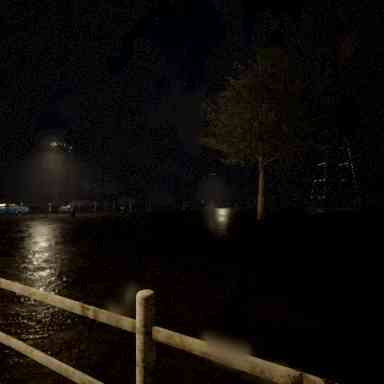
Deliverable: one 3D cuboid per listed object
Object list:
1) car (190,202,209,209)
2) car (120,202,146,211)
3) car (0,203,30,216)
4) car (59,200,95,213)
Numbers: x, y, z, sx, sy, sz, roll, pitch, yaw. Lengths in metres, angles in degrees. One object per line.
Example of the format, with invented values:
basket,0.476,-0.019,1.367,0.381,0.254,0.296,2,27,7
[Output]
car,1.442,2.427,60.807,1.994,1.385,4.181,-2,-2,36
car,-9.233,2.259,52.274,1.812,1.442,4.674,-2,-2,36
car,-20.707,1.951,36.325,2.033,1.411,5.357,-2,-2,35
car,-15.169,1.912,44.032,2.097,1.767,4.553,-2,-2,36
